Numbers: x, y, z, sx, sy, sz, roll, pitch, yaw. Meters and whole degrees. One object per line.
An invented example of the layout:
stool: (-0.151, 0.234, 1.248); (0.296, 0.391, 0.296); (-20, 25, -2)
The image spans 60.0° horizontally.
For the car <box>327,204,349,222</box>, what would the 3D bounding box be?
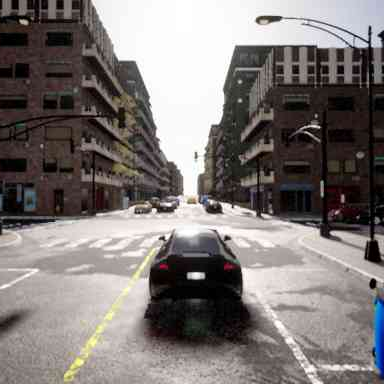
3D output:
car: (13.588, 1.723, 28.018); (4.097, 1.590, 1.967); (0, -2, 1)

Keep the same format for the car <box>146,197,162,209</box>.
car: (-5.774, 1.669, 51.081); (1.967, 1.590, 4.097); (1, 0, 0)

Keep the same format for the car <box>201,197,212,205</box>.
car: (2.615, 1.754, 45.454); (2.008, 1.369, 4.403); (1, 0, 0)

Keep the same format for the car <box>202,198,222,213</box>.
car: (2.626, 1.744, 39.812); (1.947, 1.339, 4.313); (1, 0, 0)

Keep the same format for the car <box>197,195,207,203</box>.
car: (2.542, 1.701, 84.953); (2.192, 1.841, 5.009); (1, 0, 0)

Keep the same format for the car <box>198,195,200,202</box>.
car: (2.572, 1.833, 68.194); (1.752, 1.417, 4.829); (1, 0, 0)

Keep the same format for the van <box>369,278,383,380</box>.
van: (2.670, 1.350, 1.866); (1.690, 1.788, 3.998); (1, 0, 0)

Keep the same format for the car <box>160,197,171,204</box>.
car: (-5.819, 1.878, 73.651); (1.887, 1.381, 4.507); (1, 0, 0)

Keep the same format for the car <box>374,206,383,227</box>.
car: (13.500, 1.663, 19.636); (4.313, 1.339, 1.947); (0, -2, 1)

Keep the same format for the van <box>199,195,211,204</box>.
van: (2.597, 1.596, 56.740); (1.690, 1.788, 3.998); (1, 0, 0)

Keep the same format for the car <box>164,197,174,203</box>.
car: (-5.841, 1.937, 84.936); (2.008, 1.369, 4.403); (1, 0, 0)

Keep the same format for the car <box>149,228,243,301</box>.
car: (0.081, 1.602, 8.456); (1.994, 1.385, 4.181); (0, 0, 0)

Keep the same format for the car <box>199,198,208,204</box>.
car: (2.560, 1.915, 73.666); (1.802, 1.307, 4.206); (1, 0, 0)

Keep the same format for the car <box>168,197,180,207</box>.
car: (-3.185, 1.747, 59.884); (1.882, 1.535, 5.008); (0, 0, 0)

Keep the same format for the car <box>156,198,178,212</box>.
car: (-3.178, 1.746, 40.790); (1.994, 1.385, 4.181); (0, 0, 0)

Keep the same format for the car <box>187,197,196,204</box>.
car: (-0.036, 1.794, 70.069); (1.882, 1.535, 5.008); (0, 0, 0)

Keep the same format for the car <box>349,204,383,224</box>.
car: (15.060, 1.739, 25.410); (4.892, 1.490, 1.837); (0, -1, 0)

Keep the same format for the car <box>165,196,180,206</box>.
car: (-3.192, 1.700, 49.507); (1.882, 1.535, 5.008); (0, 0, 0)

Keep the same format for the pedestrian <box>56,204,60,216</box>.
pedestrian: (-12.599, 1.726, 31.217); (0.500, 1.100, 0.500); (0, -2, 1)

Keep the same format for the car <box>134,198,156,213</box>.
car: (-5.753, 1.703, 39.625); (1.752, 1.417, 4.829); (1, 0, 0)

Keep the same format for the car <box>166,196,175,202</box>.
car: (-5.851, 1.853, 90.579); (1.967, 1.590, 4.097); (1, 0, 0)

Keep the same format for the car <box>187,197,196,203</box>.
car: (-0.156, 1.890, 80.341); (2.128, 1.511, 4.902); (0, 0, 0)
